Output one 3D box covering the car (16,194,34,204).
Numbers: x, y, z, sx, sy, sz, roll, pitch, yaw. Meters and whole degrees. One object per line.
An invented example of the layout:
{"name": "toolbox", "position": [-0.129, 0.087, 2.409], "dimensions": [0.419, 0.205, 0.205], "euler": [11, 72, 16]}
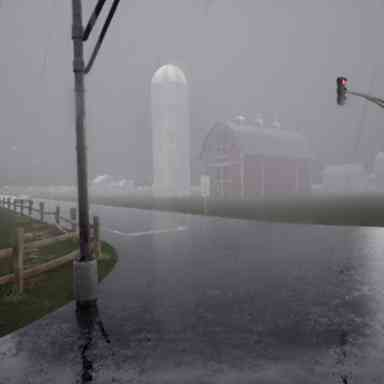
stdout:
{"name": "car", "position": [-24.928, 1.051, 49.487], "dimensions": [2.033, 1.411, 5.357], "euler": [-2, 2, -35]}
